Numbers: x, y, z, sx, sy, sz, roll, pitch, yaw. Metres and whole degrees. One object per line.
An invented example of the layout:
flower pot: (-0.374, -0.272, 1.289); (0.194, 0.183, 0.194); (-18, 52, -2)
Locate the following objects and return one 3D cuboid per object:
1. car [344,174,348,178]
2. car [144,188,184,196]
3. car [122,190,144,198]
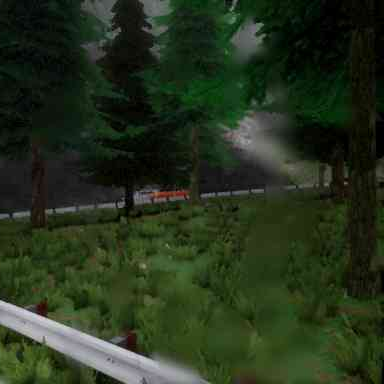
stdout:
car: (17.465, -1.364, 36.175); (4.553, 1.767, 2.097); (-5, -1, 20)
car: (-1.831, 0.203, 32.037); (4.553, 1.767, 2.097); (-5, 2, -25)
car: (-5.128, 0.541, 34.229); (4.674, 1.442, 1.812); (-5, 2, -27)
